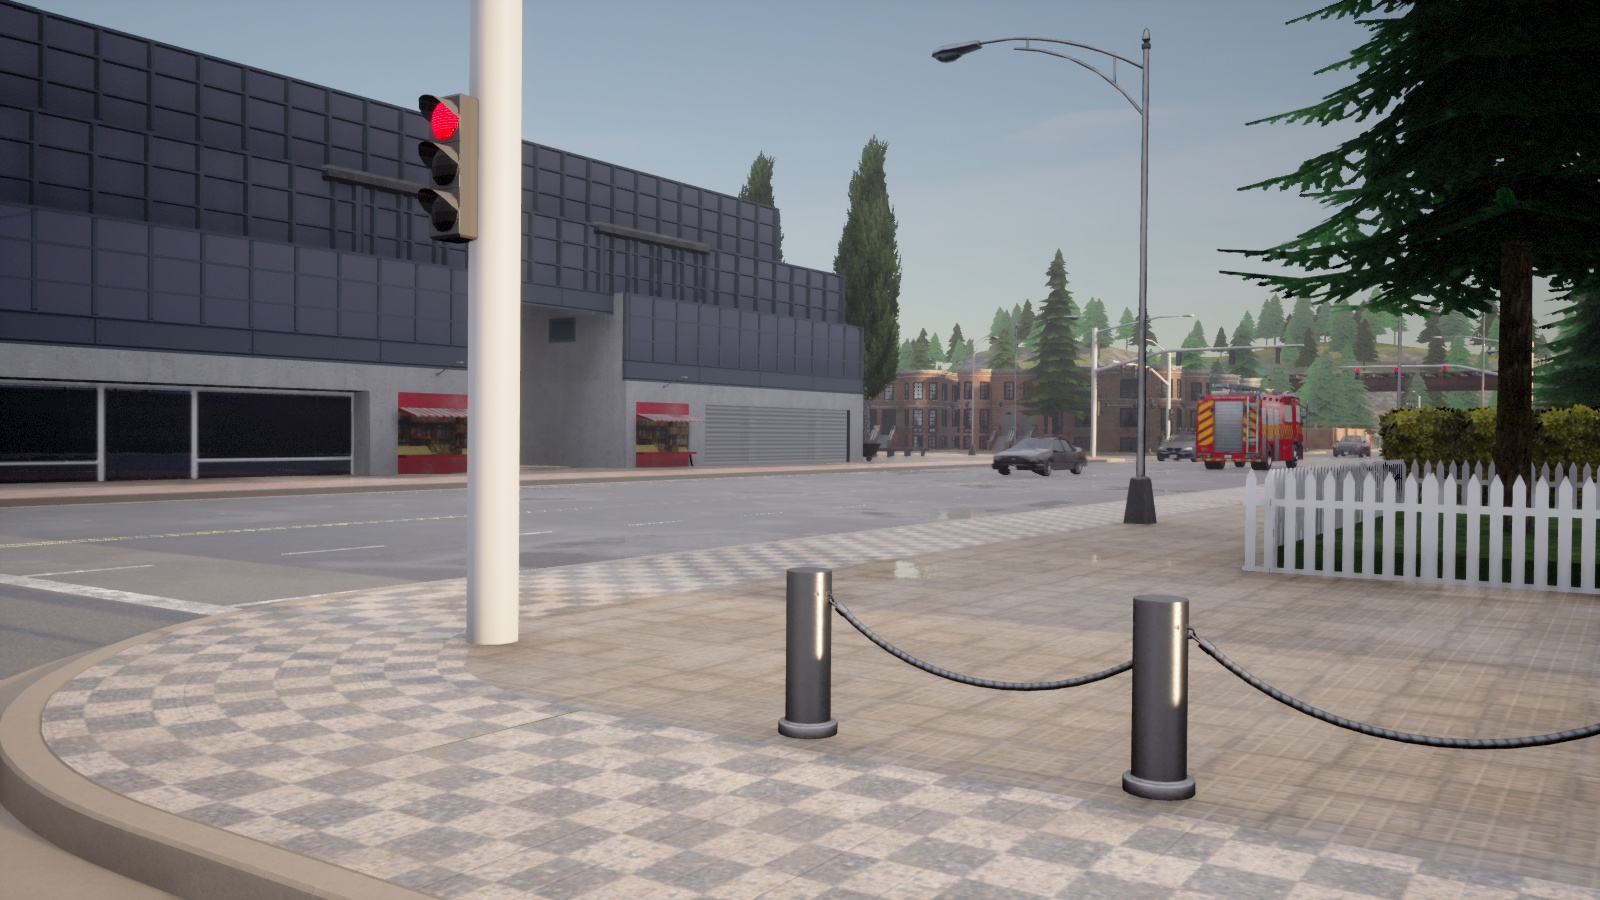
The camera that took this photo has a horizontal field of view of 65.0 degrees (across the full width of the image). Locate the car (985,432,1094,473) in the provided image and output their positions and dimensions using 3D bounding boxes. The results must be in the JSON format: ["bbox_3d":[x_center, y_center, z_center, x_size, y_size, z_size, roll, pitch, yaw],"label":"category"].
[{"bbox_3d":[8.963,0.061,46.602,2.033,1.411,5.357,0,1,34],"label":"car"}]

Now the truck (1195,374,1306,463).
[{"bbox_3d":[21.085,-1.422,58.443,2.891,3.827,8.468,0,1,34],"label":"truck"}]

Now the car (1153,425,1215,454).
[{"bbox_3d":[22.328,-0.622,72.904,2.242,1.667,4.611,0,1,34],"label":"car"}]
